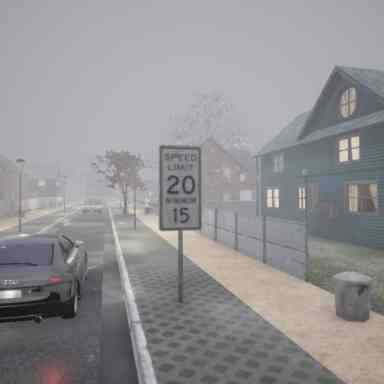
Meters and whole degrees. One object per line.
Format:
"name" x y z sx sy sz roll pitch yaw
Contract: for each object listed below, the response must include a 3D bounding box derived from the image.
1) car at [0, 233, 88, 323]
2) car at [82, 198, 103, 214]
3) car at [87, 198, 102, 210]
"car" -3.357 1.576 7.155 1.994 1.385 4.181 0 0 -15
"car" -10.955 1.682 36.675 1.895 1.301 4.718 0 0 -14
"car" -13.477 1.616 46.221 1.837 1.490 4.892 0 0 -14
